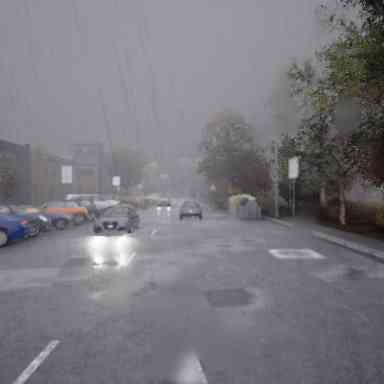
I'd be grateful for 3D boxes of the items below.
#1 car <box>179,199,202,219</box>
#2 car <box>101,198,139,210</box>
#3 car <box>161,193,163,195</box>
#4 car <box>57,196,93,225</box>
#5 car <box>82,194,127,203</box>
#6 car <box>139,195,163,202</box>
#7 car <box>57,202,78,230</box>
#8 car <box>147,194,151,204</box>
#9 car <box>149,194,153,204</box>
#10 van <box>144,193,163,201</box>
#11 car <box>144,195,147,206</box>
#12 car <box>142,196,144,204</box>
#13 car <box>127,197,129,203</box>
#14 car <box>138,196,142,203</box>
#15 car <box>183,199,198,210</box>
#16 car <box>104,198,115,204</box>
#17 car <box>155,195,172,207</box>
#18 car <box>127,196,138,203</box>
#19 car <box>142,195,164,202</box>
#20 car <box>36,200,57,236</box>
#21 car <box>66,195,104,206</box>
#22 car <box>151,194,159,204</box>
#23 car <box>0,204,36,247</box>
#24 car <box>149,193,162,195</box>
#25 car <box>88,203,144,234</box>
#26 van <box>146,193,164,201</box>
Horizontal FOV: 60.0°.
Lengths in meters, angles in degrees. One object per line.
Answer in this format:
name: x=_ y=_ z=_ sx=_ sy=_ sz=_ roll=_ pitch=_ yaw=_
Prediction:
car: x=-0.089 y=1.571 z=29.661 sx=1.994 sy=1.385 sz=4.181 roll=0 pitch=0 yaw=0
car: x=-9.525 y=1.559 z=43.893 sx=4.674 sy=1.452 sz=2.002 roll=-1 pitch=0 yaw=-20
car: x=-9.463 y=1.607 z=70.970 sx=5.366 sy=1.575 sz=1.946 roll=-1 pitch=0 yaw=-20
car: x=-9.466 y=1.363 z=22.883 sx=4.553 sy=1.767 sz=2.185 roll=-1 pitch=0 yaw=-20
car: x=-9.489 y=1.245 z=31.899 sx=5.566 sy=2.045 sz=2.435 roll=-1 pitch=0 yaw=-20
car: x=-9.883 y=1.637 z=79.853 sx=5.366 sy=1.575 sz=1.946 roll=-1 pitch=0 yaw=-20
car: x=-9.492 y=1.528 z=19.874 sx=4.674 sy=1.452 sz=2.002 roll=-1 pitch=0 yaw=-20
car: x=-9.521 y=1.574 z=52.911 sx=4.792 sy=1.488 sz=2.163 roll=-1 pitch=0 yaw=-20
car: x=-9.560 y=1.596 z=55.902 sx=4.674 sy=1.452 sz=2.002 roll=-1 pitch=-1 yaw=-20
van: x=-9.900 y=1.365 z=85.866 sx=4.442 sy=1.987 sz=1.878 roll=-1 pitch=1 yaw=-21
car: x=-9.573 y=1.411 z=49.891 sx=4.553 sy=1.767 sz=2.185 roll=-1 pitch=0 yaw=-20
car: x=-9.567 y=1.402 z=46.889 sx=4.553 sy=1.767 sz=2.185 roll=-1 pitch=0 yaw=-20
car: x=-9.487 y=1.531 z=34.900 sx=4.792 sy=1.488 sz=2.163 roll=-1 pitch=0 yaw=-20
car: x=-9.514 y=1.261 z=40.915 sx=5.566 sy=2.045 sz=2.435 roll=-1 pitch=0 yaw=-20
car: x=-0.202 y=1.596 z=43.864 sx=1.994 sy=1.385 sz=4.181 roll=0 pitch=0 yaw=0
car: x=-9.482 y=1.523 z=28.898 sx=4.792 sy=1.488 sz=2.163 roll=-1 pitch=0 yaw=-20
car: x=-4.304 y=1.581 z=52.132 sx=1.812 sy=1.442 sz=4.674 roll=0 pitch=0 yaw=0
car: x=-9.346 y=1.501 z=37.958 sx=5.366 sy=1.575 sz=1.946 roll=-1 pitch=0 yaw=-20
car: x=-9.755 y=1.617 z=82.922 sx=5.008 sy=1.535 sz=2.097 roll=-1 pitch=0 yaw=-21
car: x=-9.517 y=1.363 z=16.866 sx=4.553 sy=1.767 sz=2.185 roll=-1 pitch=0 yaw=-20
car: x=-9.471 y=1.365 z=25.884 sx=4.553 sy=1.767 sz=2.185 roll=-1 pitch=0 yaw=-20
car: x=-9.607 y=1.590 z=64.903 sx=4.892 sy=1.521 sz=2.231 roll=-1 pitch=-1 yaw=-20
car: x=-9.467 y=1.487 z=13.863 sx=5.008 sy=1.535 sz=2.097 roll=-1 pitch=0 yaw=-20
car: x=-9.443 y=1.595 z=67.968 sx=5.366 sy=1.575 sz=1.946 roll=-1 pitch=0 yaw=-20
car: x=-4.185 y=1.566 z=19.028 sx=1.994 sy=1.385 sz=4.181 roll=0 pitch=0 yaw=0
van: x=-9.941 y=1.337 z=88.867 sx=4.442 sy=1.987 sz=1.878 roll=-1 pitch=1 yaw=-21
